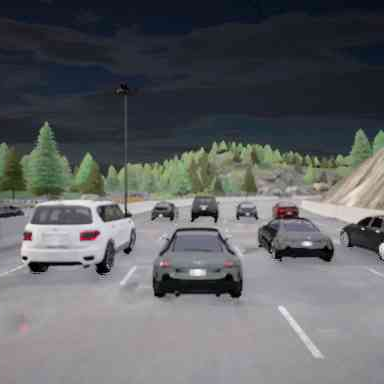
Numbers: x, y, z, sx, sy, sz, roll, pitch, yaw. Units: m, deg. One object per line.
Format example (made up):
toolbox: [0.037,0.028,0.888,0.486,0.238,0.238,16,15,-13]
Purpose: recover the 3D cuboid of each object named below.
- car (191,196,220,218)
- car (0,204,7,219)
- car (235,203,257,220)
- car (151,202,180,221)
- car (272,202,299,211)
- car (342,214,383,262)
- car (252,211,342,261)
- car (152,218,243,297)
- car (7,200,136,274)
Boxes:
car: [1.171,1.360,28.147,2.150,2.045,5.566,0,0,6]
car: [-13.505,1.611,22.686,1.837,1.490,4.892,0,-1,4]
car: [4.895,1.675,29.960,1.812,1.442,4.674,0,0,6]
car: [-2.250,1.646,28.893,1.837,1.490,4.892,0,0,6]
car: [8.482,1.631,30.415,1.882,1.535,5.008,0,0,7]
car: [7.199,1.569,12.225,1.837,1.490,4.892,0,0,1]
car: [3.711,1.628,12.587,1.994,1.385,4.181,0,0,1]
car: [0.134,1.607,8.722,1.994,1.385,4.181,0,0,0]
car: [-3.341,1.274,10.906,2.150,2.045,5.566,0,0,1]
